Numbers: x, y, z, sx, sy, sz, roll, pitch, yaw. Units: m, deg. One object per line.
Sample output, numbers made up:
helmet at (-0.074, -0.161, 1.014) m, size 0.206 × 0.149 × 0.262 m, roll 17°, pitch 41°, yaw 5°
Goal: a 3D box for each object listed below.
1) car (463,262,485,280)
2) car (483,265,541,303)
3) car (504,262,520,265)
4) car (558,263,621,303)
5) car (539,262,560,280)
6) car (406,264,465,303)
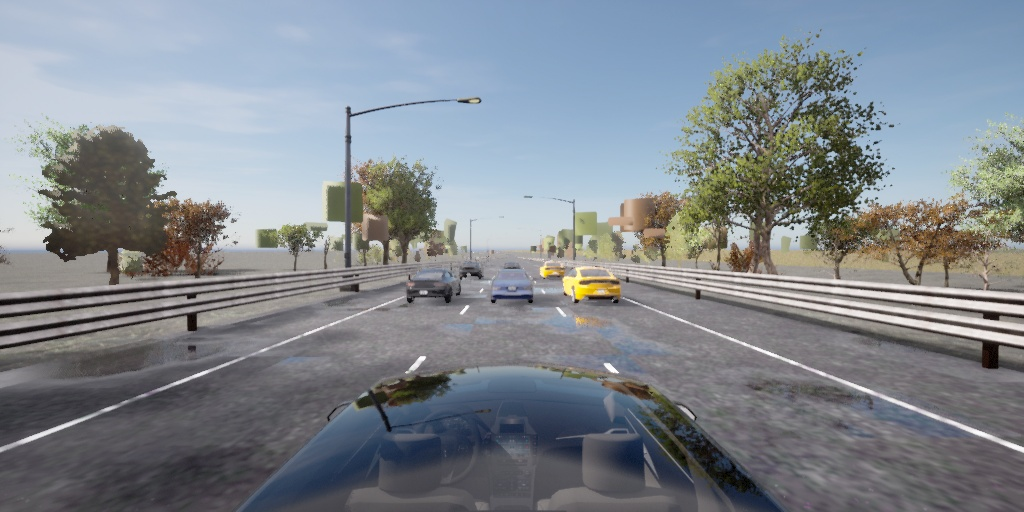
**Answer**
car at (-3.500, 1.265, 31.505) m, size 1.837 × 1.490 × 4.892 m, roll 0°, pitch 0°, yaw 0°
car at (0.000, 1.310, 16.503) m, size 2.033 × 1.411 × 5.357 m, roll 0°, pitch 0°, yaw 0°
car at (0.000, 1.265, 31.505) m, size 1.837 × 1.490 × 4.892 m, roll 0°, pitch 0°, yaw 0°
car at (3.500, 1.232, 16.503) m, size 1.882 × 1.535 × 5.008 m, roll 0°, pitch 0°, yaw 0°
car at (3.500, 1.234, 31.505) m, size 1.882 × 1.535 × 5.008 m, roll 0°, pitch 0°, yaw 0°
car at (-3.500, 1.280, 16.503) m, size 1.812 × 1.442 × 4.674 m, roll 0°, pitch 0°, yaw 0°
